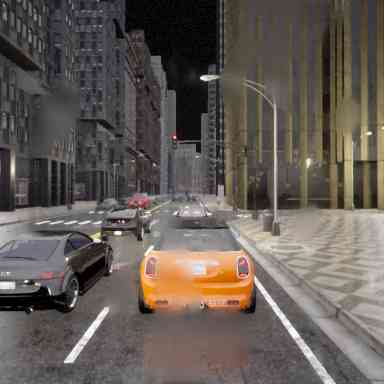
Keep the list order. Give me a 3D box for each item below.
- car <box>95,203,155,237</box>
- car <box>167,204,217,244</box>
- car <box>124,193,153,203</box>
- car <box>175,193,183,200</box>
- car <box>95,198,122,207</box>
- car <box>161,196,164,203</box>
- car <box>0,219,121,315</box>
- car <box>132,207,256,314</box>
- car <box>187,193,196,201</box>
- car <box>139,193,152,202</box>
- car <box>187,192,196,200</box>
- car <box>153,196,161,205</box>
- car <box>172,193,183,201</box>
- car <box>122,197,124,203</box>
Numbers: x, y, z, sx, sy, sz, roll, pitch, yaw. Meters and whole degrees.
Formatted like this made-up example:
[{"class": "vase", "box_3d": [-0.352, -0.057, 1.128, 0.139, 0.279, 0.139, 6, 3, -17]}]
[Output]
[{"class": "car", "box_3d": [-3.167, 1.494, 16.570, 1.837, 1.490, 4.892, 0, 0, 0]}, {"class": "car", "box_3d": [0.013, 1.480, 16.777, 2.128, 1.511, 4.902, 0, 0, 1]}, {"class": "car", "box_3d": [-6.642, 1.159, 42.060, 2.150, 2.045, 5.566, 0, 0, 0]}, {"class": "car", "box_3d": [-3.347, 1.126, 84.322, 1.837, 1.490, 4.892, 0, 0, 0]}, {"class": "car", "box_3d": [-9.894, 1.451, 38.885, 1.837, 1.490, 4.892, 0, 0, 0]}, {"class": "car", "box_3d": [-6.608, 1.406, 65.531, 2.033, 1.411, 5.357, 0, 0, 1]}, {"class": "car", "box_3d": [-3.164, 1.562, 7.674, 1.994, 1.385, 4.181, 0, 0, 0]}, {"class": "car", "box_3d": [0.095, 1.350, 7.771, 2.097, 1.767, 4.553, 0, 0, 0]}, {"class": "car", "box_3d": [-0.086, 1.344, 74.321, 1.812, 1.442, 4.674, 0, 0, 0]}, {"class": "car", "box_3d": [-9.832, 1.196, 70.400, 2.097, 1.767, 4.553, 0, 0, 0]}, {"class": "car", "box_3d": [-0.097, 0.981, 84.295, 2.097, 1.767, 4.553, 0, 0, 0]}, {"class": "car", "box_3d": [-6.649, 1.423, 54.401, 1.812, 1.442, 4.674, 0, 0, 0]}, {"class": "car", "box_3d": [-3.336, 1.175, 74.286, 2.097, 1.767, 4.553, 0, 0, 0]}, {"class": "car", "box_3d": [-9.903, 1.479, 49.413, 1.994, 1.385, 4.181, 0, 0, 0]}]
